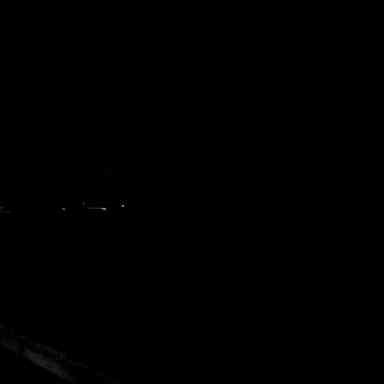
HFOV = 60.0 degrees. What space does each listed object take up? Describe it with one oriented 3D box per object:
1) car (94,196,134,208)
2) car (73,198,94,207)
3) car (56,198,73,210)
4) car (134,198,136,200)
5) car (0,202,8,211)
[{"bbox_3d":[-11.300,1.438,48.632,1.837,1.490,4.892,0,1,39],"label":"car"},{"bbox_3d":[-16.404,1.511,47.878,2.033,1.411,5.357,0,0,39],"label":"car"},{"bbox_3d":[-17.839,1.542,40.508,2.033,1.411,5.357,0,0,39],"label":"car"},{"bbox_3d":[-10.145,1.425,55.654,1.994,1.385,4.181,0,1,38],"label":"car"},{"bbox_3d":[-22.204,1.562,40.674,1.994,1.385,4.181,0,0,38],"label":"car"}]
